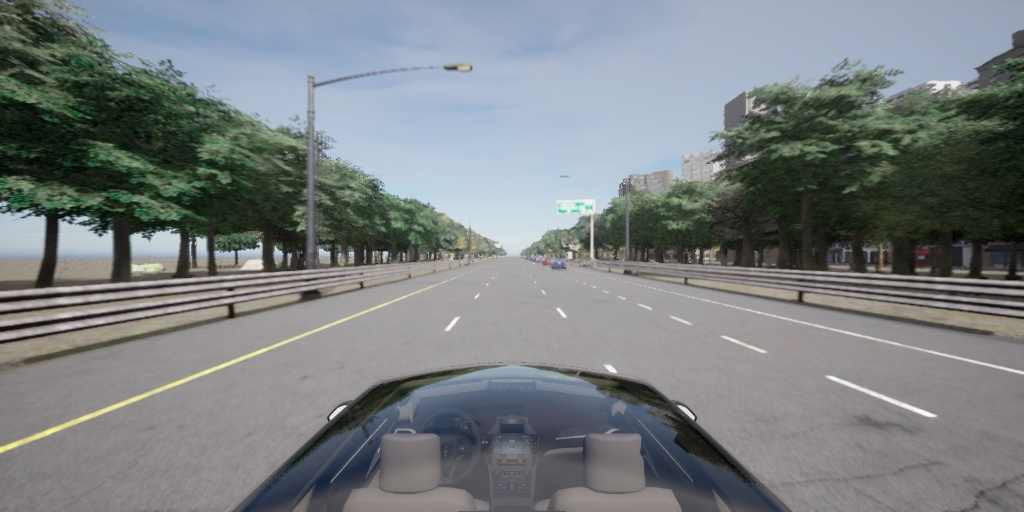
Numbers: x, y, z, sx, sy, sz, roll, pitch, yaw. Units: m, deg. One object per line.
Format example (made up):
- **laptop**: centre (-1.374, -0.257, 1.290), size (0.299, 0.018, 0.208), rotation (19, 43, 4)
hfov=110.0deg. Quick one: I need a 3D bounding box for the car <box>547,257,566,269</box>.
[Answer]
- **car**: centre (7.129, 1.089, 55.922), size (2.097, 1.767, 4.553), rotation (0, 0, 0)
